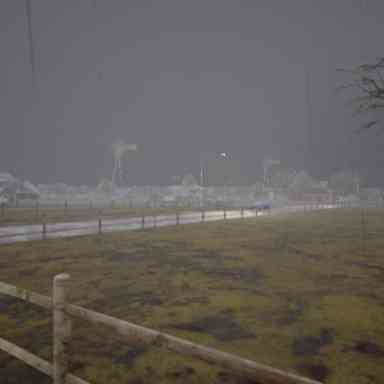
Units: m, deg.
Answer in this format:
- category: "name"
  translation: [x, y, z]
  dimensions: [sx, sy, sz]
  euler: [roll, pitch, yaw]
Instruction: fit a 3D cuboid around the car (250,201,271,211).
- category: "car"
  translation: [10.768, 2.137, 51.973]
  dimensions: [1.882, 1.535, 5.008]
  euler: [1, 0, 35]
